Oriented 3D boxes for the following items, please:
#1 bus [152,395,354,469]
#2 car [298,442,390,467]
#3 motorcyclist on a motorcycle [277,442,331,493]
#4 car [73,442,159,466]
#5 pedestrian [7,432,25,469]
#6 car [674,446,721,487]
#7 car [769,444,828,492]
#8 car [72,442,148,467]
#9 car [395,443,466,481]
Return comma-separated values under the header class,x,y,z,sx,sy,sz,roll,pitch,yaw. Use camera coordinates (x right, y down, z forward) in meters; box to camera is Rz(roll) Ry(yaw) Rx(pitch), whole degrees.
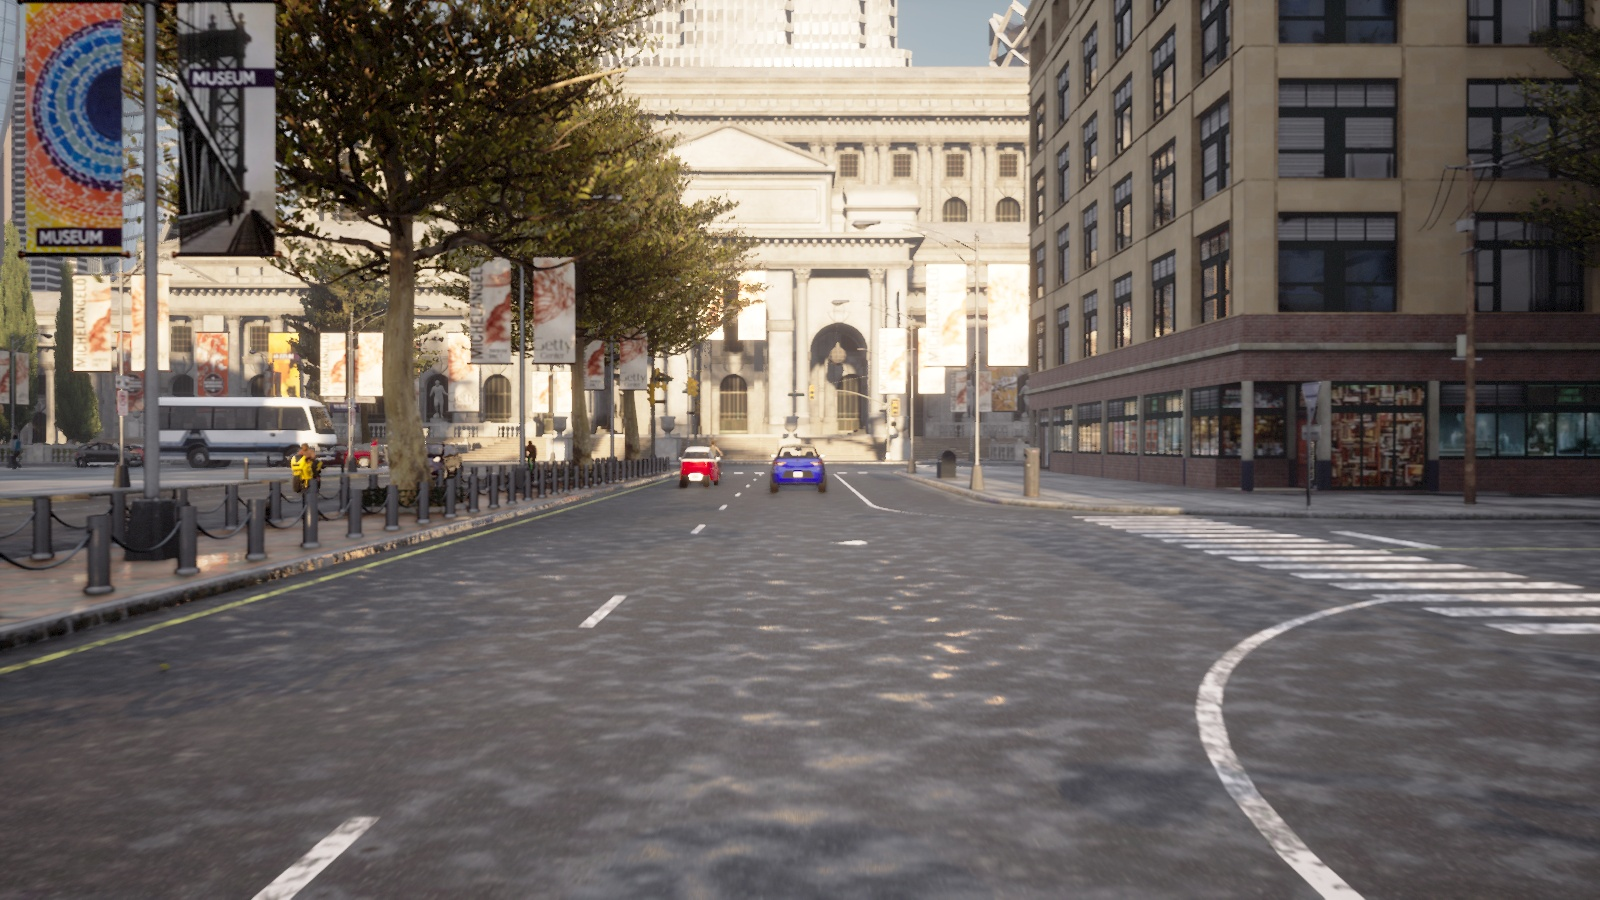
class,x,y,z,sx,sy,sz,roll,pitch,yaw
bus,-32.338,-1.052,74.578,10.273,4.253,3.944,0,0,0
car,-28.310,0.286,78.083,5.008,1.535,1.882,0,0,0
motorcyclist on a motorcycle,-15.022,0.514,38.078,0.797,1.523,2.044,0,0,0
car,-44.383,0.225,81.580,4.514,1.525,2.007,0,0,0
pedestrian,-40.397,0.027,64.712,0.692,1.930,0.396,0,0,-2
car,-3.555,0.564,43.923,1.481,1.376,2.207,0,1,0
car,-0.049,0.544,40.465,1.816,1.474,4.193,0,0,0
car,-42.882,0.276,78.097,3.705,1.549,1.789,0,0,0
car,-15.068,0.475,51.413,1.845,1.501,3.633,0,0,0
